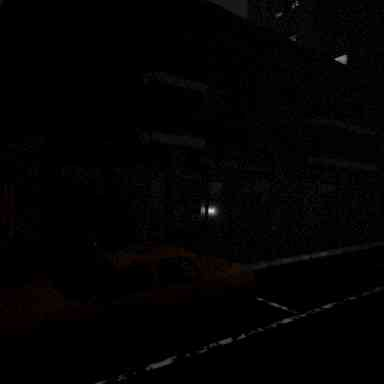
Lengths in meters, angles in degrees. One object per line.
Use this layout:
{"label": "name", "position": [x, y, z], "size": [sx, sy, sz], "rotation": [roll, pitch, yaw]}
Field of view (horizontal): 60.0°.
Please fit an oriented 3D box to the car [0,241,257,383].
{"label": "car", "position": [-1.077, 1.527, 5.304], "size": [4.829, 1.417, 1.752], "rotation": [0, 2, -35]}
